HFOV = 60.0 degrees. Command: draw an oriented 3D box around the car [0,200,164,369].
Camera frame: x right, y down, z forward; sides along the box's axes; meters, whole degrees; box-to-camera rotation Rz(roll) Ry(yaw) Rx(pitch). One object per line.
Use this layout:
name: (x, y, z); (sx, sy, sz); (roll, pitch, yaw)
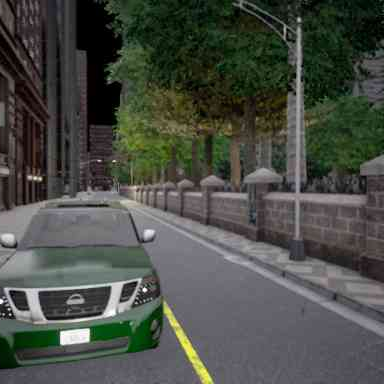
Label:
car: (-2.029, 1.218, 6.269); (2.150, 2.045, 5.566); (0, 0, -16)
